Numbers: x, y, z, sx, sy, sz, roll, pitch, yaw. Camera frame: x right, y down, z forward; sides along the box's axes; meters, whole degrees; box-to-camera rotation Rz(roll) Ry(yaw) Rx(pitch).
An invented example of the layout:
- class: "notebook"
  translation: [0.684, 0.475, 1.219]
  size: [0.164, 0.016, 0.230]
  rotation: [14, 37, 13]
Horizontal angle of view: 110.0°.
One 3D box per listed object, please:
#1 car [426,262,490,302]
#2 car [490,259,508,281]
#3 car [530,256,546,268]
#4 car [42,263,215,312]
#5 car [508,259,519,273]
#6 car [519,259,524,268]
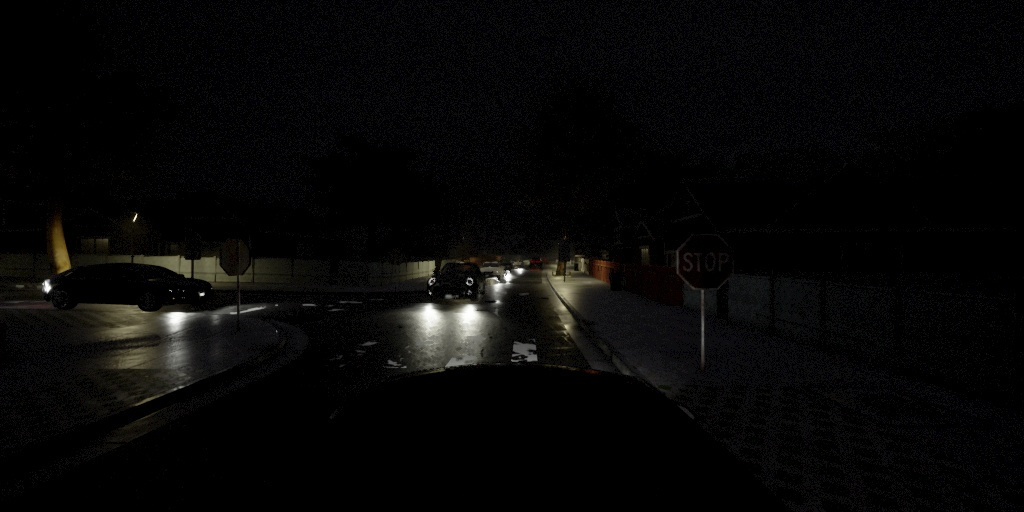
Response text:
- class: "car"
  translation: [-2.448, 1.069, 16.704]
  size: [2.097, 1.767, 4.553]
  rotation: [1, -1, 3]
- class: "car"
  translation: [-1.708, 1.205, 29.943]
  size: [1.812, 1.442, 4.674]
  rotation: [0, 0, 4]
- class: "car"
  translation: [3.747, 0.994, 54.404]
  size: [1.837, 1.490, 4.892]
  rotation: [0, 0, 8]
- class: "car"
  translation: [-12.987, 1.015, 12.312]
  size: [4.892, 1.490, 1.837]
  rotation: [1, 0, 2]
- class: "car"
  translation: [-0.821, 1.093, 40.372]
  size: [2.128, 1.511, 4.902]
  rotation: [0, 1, 6]
- class: "car"
  translation: [0.699, 1.102, 53.530]
  size: [1.895, 1.301, 4.718]
  rotation: [0, 0, 8]
